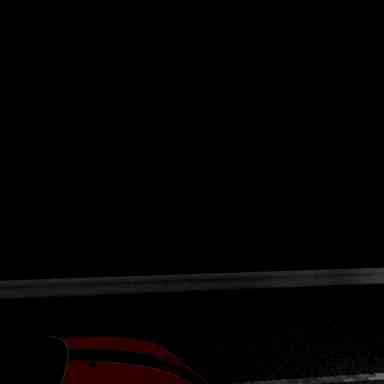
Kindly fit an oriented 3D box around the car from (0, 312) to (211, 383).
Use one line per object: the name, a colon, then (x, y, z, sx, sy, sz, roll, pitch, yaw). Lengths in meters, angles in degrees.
car: (-1.874, 1.352, 1.640, 4.553, 1.767, 2.097, 0, 0, -6)
